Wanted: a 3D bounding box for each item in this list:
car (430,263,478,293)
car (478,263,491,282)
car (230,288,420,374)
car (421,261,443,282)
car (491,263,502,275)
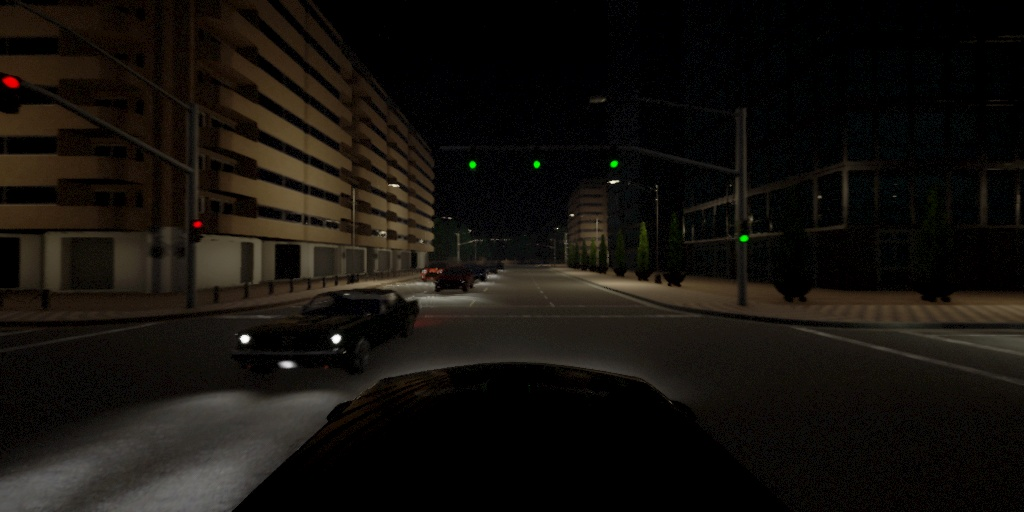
[{"bbox_3d":[-3.534,1.406,22.761,1.882,1.535,5.008,0,-1,1],"label":"car"},{"bbox_3d":[-3.267,1.546,32.426,1.812,1.442,4.674,0,-1,1],"label":"car"},{"bbox_3d":[-3.501,1.413,7.809,1.895,1.301,4.718,0,-1,0],"label":"car"},{"bbox_3d":[-6.829,1.383,33.080,2.097,1.767,4.553,0,-1,2],"label":"car"},{"bbox_3d":[-2.918,1.658,47.656,2.128,1.511,4.902,0,-1,2],"label":"car"}]
